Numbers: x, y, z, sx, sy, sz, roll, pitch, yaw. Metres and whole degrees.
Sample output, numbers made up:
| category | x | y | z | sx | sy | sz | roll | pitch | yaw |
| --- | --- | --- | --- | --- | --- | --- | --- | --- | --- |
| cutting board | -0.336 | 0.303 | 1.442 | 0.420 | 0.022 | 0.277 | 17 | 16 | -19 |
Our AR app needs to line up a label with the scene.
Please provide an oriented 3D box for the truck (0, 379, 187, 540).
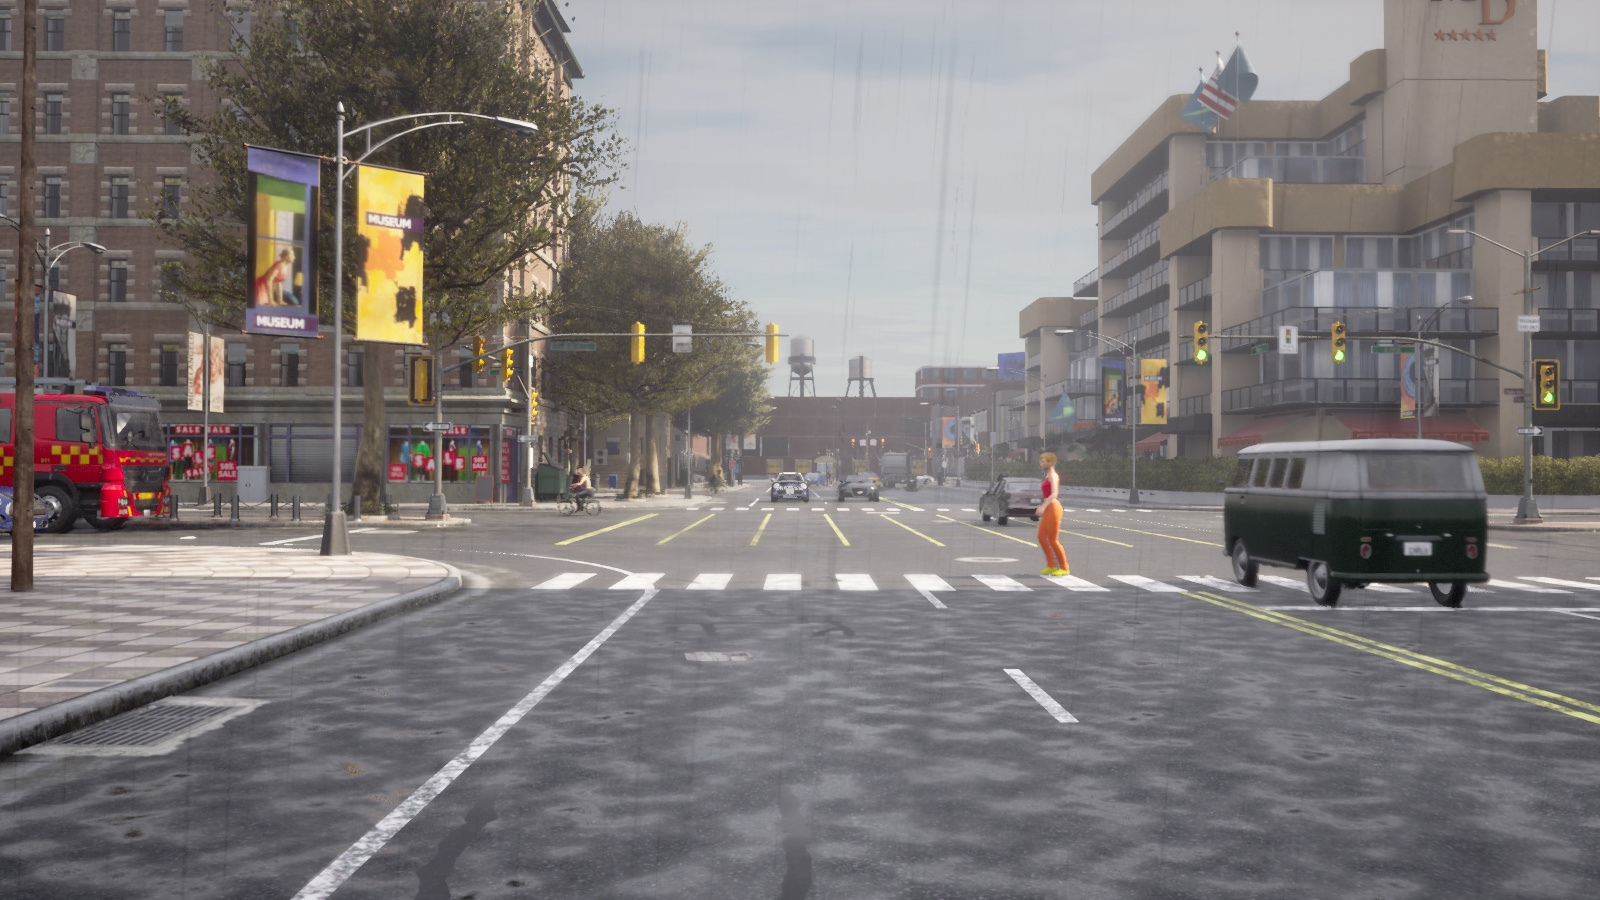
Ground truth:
| category | x | y | z | sx | sy | sz | roll | pitch | yaw |
| --- | --- | --- | --- | --- | --- | --- | --- | --- | --- |
| truck | -20.230 | 0.255 | 31.284 | 8.468 | 3.827 | 2.891 | 0 | -1 | 0 |

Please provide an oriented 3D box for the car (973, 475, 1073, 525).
| category | x | y | z | sx | sy | sz | roll | pitch | yaw |
| --- | --- | --- | --- | --- | --- | --- | --- | --- | --- |
| car | 6.707 | 1.478 | 38.365 | 2.033 | 1.411 | 5.357 | 0 | -1 | 0 |

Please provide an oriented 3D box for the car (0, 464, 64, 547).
| category | x | y | z | sx | sy | sz | roll | pitch | yaw |
| --- | --- | --- | --- | --- | --- | --- | --- | --- | --- |
| car | -19.190 | 1.215 | 27.790 | 4.553 | 1.767 | 2.097 | 0 | -1 | 1 |

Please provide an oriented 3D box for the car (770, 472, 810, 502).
| category | x | y | z | sx | sy | sz | roll | pitch | yaw |
| --- | --- | --- | --- | --- | --- | --- | --- | --- | --- |
| car | -0.490 | 1.848 | 63.661 | 1.970 | 1.475 | 3.806 | 0 | -1 | 0 |

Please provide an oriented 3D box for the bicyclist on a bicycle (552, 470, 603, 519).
| category | x | y | z | sx | sy | sz | roll | pitch | yaw |
| --- | --- | --- | --- | --- | --- | --- | --- | --- | --- |
| bicyclist on a bicycle | -7.526 | 1.493 | 42.469 | 1.509 | 1.612 | 0.866 | 0 | 0 | 7 |

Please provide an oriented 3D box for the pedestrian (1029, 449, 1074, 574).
| category | x | y | z | sx | sy | sz | roll | pitch | yaw |
| --- | --- | --- | --- | --- | --- | --- | --- | --- | --- |
| pedestrian | 3.718 | 0.903 | 18.572 | 0.594 | 1.836 | 0.345 | 0 | -1 | 5 |

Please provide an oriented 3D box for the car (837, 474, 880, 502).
| category | x | y | z | sx | sy | sz | roll | pitch | yaw |
| --- | --- | --- | --- | --- | --- | --- | --- | --- | --- |
| car | 2.995 | 1.956 | 65.030 | 1.994 | 1.385 | 4.181 | 0 | -1 | -1 |

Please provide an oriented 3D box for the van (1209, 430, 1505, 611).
| category | x | y | z | sx | sy | sz | roll | pitch | yaw |
| --- | --- | --- | --- | --- | --- | --- | --- | --- | --- |
| van | 6.879 | 0.811 | 16.108 | 1.775 | 1.987 | 4.442 | 0 | -1 | 0 |
